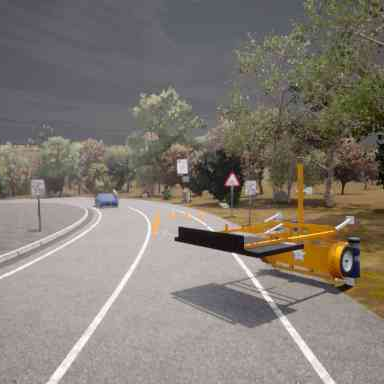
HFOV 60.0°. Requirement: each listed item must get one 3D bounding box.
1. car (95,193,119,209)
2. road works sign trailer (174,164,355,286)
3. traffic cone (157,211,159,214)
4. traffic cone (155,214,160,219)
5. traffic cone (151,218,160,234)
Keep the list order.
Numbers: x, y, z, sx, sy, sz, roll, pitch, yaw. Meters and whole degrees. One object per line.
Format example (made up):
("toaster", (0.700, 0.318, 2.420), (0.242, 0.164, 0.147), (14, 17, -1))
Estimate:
("car", (-9.039, 0.878, 35.093), (1.882, 1.535, 5.008), (-3, 2, -25))
("road works sign trailer", (1.686, 0.774, 7.455), (3.560, 2.880, 2.380), (-1, 1, -39))
("traffic cone", (-2.164, 1.636, 20.525), (0.340, 0.580, 0.340), (-1, 2, -4))
("traffic cone", (-2.014, 1.694, 18.533), (0.340, 0.580, 0.340), (-1, 2, -4))
("traffic cone", (-1.865, 1.751, 16.539), (0.340, 0.580, 0.340), (-1, 2, -4))
